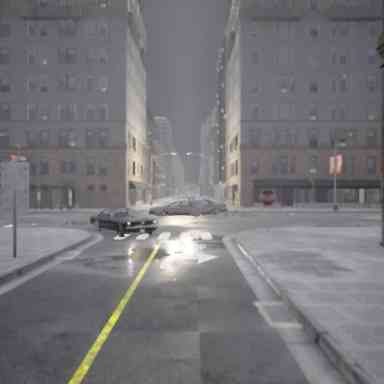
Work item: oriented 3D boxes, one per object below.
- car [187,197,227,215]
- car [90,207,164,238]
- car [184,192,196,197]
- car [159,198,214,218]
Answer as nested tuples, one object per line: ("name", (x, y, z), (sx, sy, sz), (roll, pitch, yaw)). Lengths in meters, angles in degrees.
("car", (0.682, 1.449, 31.858), (5.357, 1.411, 2.033), (0, 0, 0))
("car", (-3.682, 1.554, 17.730), (1.895, 1.301, 4.718), (0, 0, -38))
("car", (-0.059, 1.323, 66.177), (2.128, 1.511, 4.902), (0, 0, 0))
("car", (-1.037, 1.462, 28.608), (5.357, 1.411, 2.033), (0, 0, 0))
